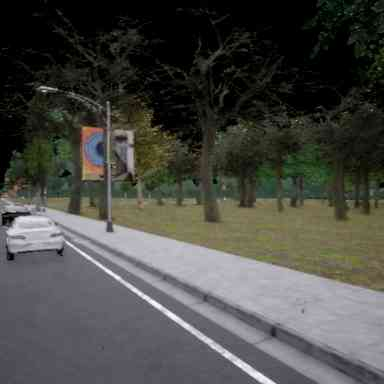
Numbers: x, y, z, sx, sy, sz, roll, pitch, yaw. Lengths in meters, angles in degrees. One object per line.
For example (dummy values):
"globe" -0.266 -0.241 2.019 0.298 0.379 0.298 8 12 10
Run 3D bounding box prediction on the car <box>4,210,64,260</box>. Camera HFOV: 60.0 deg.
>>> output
"car" -6.323 1.670 13.234 1.812 1.442 4.674 0 0 -30

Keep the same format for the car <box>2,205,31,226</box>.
"car" -14.000 1.802 26.550 1.882 1.535 5.008 0 0 -30
